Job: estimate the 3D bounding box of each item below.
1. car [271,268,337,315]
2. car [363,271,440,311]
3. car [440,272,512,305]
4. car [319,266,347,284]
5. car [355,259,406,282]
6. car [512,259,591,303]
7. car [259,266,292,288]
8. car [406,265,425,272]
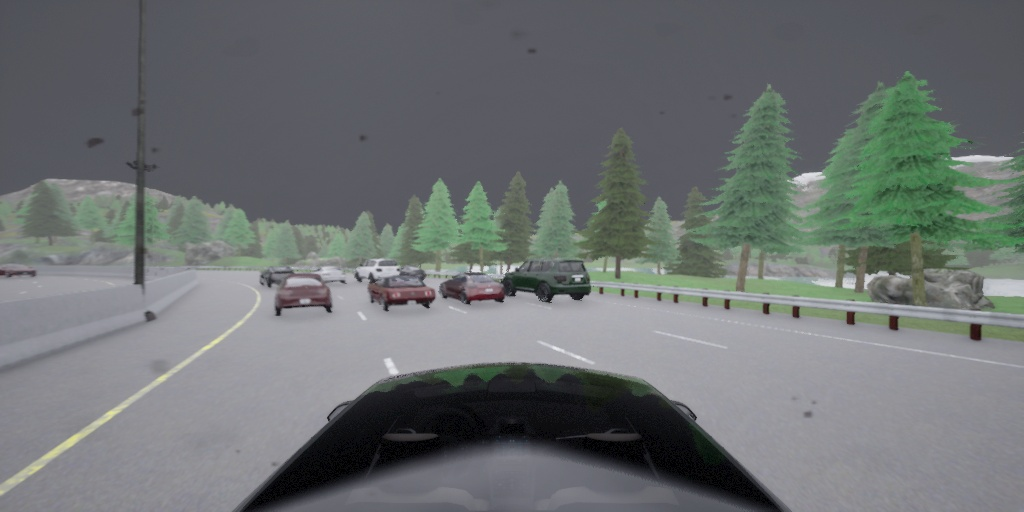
[{"bbox_3d":[-8.318,1.405,14.311,1.812,1.442,4.674,0,-1,-31],"label":"car"},{"bbox_3d":[-4.910,1.496,15.452,1.895,1.301,4.718,0,-1,-31],"label":"car"},{"bbox_3d":[-2.039,1.484,17.438,1.994,1.385,4.181,0,-1,-31],"label":"car"},{"bbox_3d":[-15.171,1.563,29.468,1.812,1.442,4.674,1,-1,-43],"label":"car"},{"bbox_3d":[-11.595,1.280,30.784,2.150,2.045,5.566,1,-1,-42],"label":"car"},{"bbox_3d":[1.578,1.156,18.260,2.150,2.045,5.566,0,0,-30],"label":"car"},{"bbox_3d":[-17.560,1.500,26.908,2.128,1.511,4.902,1,-1,-43],"label":"car"},{"bbox_3d":[-9.853,1.617,34.021,1.812,1.442,4.674,1,-1,-43],"label":"car"}]
